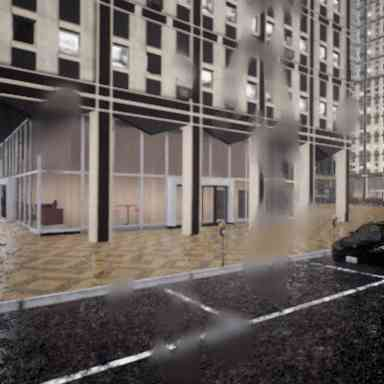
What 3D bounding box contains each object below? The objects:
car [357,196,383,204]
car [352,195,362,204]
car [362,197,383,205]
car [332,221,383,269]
[{"bbox_3d":[34.250,1.589,63.747,1.802,1.307,4.206,2,0,-36],"label":"car"},{"bbox_3d":[27.483,1.256,58.816,2.192,1.841,5.009,2,0,-36],"label":"car"},{"bbox_3d":[30.720,1.630,54.284,1.802,1.307,4.206,2,0,-36],"label":"car"},{"bbox_3d":[6.563,1.672,11.240,4.313,1.339,1.947,1,0,-35],"label":"car"}]
